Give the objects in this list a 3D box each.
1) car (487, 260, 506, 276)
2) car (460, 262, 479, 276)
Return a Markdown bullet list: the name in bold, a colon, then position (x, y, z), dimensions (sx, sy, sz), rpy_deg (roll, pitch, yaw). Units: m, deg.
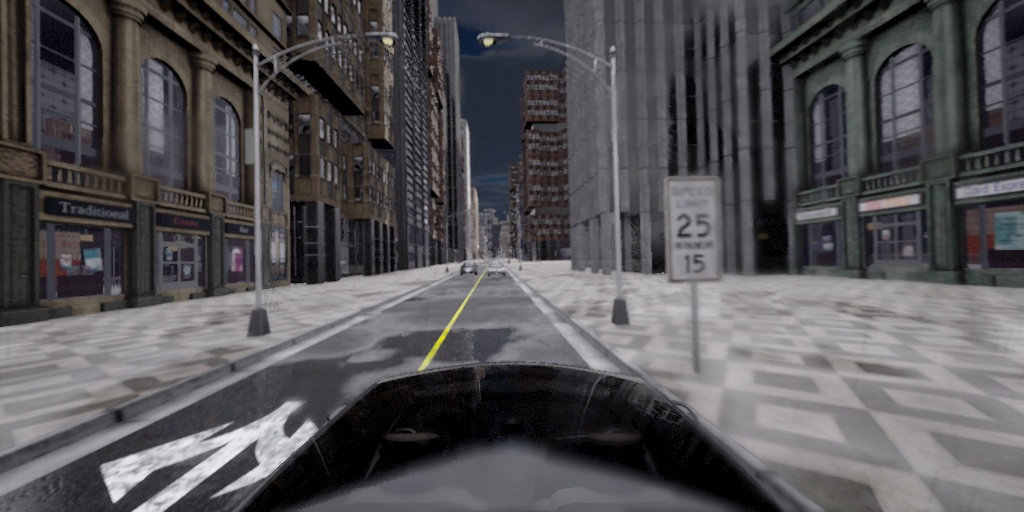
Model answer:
- **car**: position (-1.633, 1.422, 38.011), dimensions (1.895, 1.301, 4.718), rpy_deg (-1, 0, -2)
- **car**: position (-4.814, 1.387, 40.863), dimensions (2.128, 1.511, 4.902), rpy_deg (-1, 0, -3)
